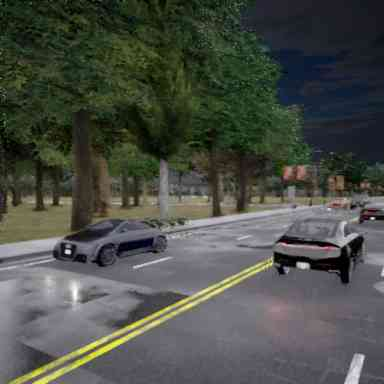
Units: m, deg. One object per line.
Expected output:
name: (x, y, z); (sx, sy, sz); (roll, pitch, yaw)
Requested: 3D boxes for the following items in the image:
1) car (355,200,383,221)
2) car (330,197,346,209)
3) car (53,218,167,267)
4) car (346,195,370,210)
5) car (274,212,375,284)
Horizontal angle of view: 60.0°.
car: (13.855, 1.593, 25.111); (1.837, 1.490, 4.892); (-1, -1, 33)
car: (22.098, 1.582, 49.854); (2.097, 1.767, 4.553); (-1, 0, 33)
car: (-2.737, 1.660, 11.917); (1.994, 1.385, 4.181); (-1, 0, 33)
car: (23.069, 1.398, 45.442); (2.150, 2.045, 5.566); (-1, -1, 34)
car: (3.962, 1.536, 9.926); (2.128, 1.511, 4.902); (-1, 0, 33)
